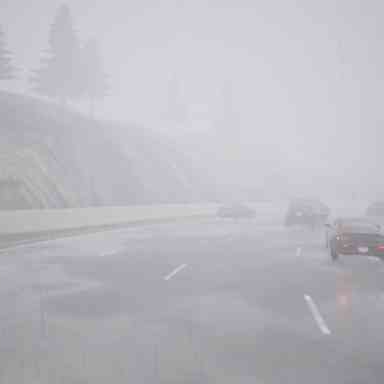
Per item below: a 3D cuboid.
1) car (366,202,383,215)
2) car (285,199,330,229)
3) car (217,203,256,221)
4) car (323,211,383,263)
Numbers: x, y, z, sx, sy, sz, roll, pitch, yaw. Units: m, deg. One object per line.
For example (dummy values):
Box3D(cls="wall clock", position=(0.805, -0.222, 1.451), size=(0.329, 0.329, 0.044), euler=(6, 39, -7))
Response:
Box3D(cls="car", position=(20.928, 1.823, 36.215), size=(4.553, 1.767, 2.097), euler=(1, -1, -36))
Box3D(cls="car", position=(8.454, 1.630, 24.325), size=(2.097, 1.767, 4.553), euler=(0, -1, 34))
Box3D(cls="car", position=(4.190, 1.796, 30.647), size=(2.128, 1.511, 4.902), euler=(0, -1, 38))
Box3D(cls="car", position=(6.225, 1.685, 12.775), size=(1.812, 1.442, 4.674), euler=(0, -1, 19))
